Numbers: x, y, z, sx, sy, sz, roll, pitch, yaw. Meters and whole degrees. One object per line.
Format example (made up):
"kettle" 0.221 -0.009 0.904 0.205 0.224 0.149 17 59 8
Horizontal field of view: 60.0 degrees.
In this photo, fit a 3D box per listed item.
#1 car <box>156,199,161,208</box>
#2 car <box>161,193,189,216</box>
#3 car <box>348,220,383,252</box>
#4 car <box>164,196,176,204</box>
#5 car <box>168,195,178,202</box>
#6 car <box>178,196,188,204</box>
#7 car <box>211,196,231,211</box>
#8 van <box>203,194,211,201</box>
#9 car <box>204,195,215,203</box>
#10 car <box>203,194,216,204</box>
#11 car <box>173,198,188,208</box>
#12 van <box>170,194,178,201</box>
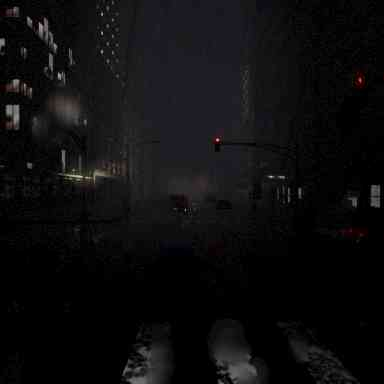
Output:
"car" -4.117 1.593 47.248 1.802 1.307 4.206 0 0 0
"car" -1.566 1.238 33.553 2.150 2.045 5.566 0 0 0
"car" 9.167 1.793 13.684 4.718 1.301 1.895 1 0 9
"car" -4.218 1.564 63.830 1.947 1.339 4.313 0 0 0
"car" -4.286 1.426 74.886 1.967 1.590 4.097 0 0 0
"car" -1.682 1.522 65.155 1.812 1.442 4.674 0 0 0
"car" 3.847 1.579 41.770 1.947 1.339 4.313 0 0 0
"van" 3.560 1.321 80.461 1.690 1.788 3.998 0 0 0
"car" 3.628 1.432 69.407 1.967 1.590 4.097 0 0 0
"car" 3.662 1.313 63.878 2.192 1.841 5.009 0 0 0
"car" -1.662 1.574 49.473 1.994 1.385 4.181 0 0 0
"van" -4.320 1.321 80.413 1.690 1.788 3.998 0 0 0
